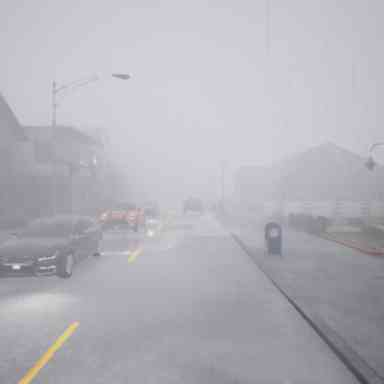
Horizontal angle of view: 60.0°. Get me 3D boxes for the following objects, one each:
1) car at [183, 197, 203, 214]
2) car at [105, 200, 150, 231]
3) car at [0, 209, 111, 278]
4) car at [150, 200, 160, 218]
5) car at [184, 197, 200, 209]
[{"bbox_3d":[0.110,1.336,35.539,2.097,1.767,4.553,0,0,0],"label":"car"},{"bbox_3d":[-4.089,1.343,20.235,2.097,1.767,4.553,0,0,0],"label":"car"},{"bbox_3d":[-4.097,1.501,10.193,1.837,1.490,4.892,0,0,0],"label":"car"},{"bbox_3d":[-4.052,1.464,30.308,1.882,1.535,5.008,0,0,0],"label":"car"},{"bbox_3d":[0.023,1.472,47.132,2.128,1.511,4.902,0,0,0],"label":"car"}]
